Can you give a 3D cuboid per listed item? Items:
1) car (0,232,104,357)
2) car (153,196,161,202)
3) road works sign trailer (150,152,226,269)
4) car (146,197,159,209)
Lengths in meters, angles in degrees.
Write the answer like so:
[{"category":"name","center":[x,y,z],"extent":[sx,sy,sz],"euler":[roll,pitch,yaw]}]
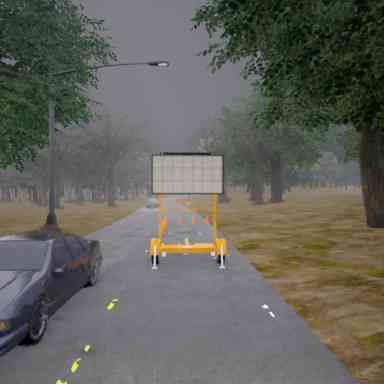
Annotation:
[{"category":"car","center":[-3.195,1.552,6.588],"extent":[2.033,1.411,5.357],"euler":[0,0,-1]},{"category":"car","center":[-9.425,1.932,90.763],"extent":[2.033,1.411,5.357],"euler":[0,0,-5]},{"category":"road works sign trailer","center":[-0.152,0.477,11.214],"extent":[2.380,3.560,2.880],"euler":[0,0,-2]},{"category":"car","center":[-5.603,1.654,47.714],"extent":[1.812,1.442,4.674],"euler":[0,0,-5]}]
